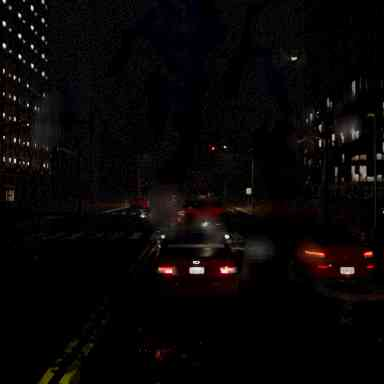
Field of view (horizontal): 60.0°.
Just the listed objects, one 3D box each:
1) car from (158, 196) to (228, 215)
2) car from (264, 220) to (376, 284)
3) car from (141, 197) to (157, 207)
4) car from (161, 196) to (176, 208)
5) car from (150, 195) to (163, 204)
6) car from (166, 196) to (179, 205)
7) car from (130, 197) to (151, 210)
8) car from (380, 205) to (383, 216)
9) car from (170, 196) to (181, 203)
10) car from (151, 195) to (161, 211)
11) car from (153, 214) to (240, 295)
[{"bbox_3d":[0.340,1.364,23.037,4.553,1.767,2.097,0,0,-38],"label":"car"},{"bbox_3d":[3.336,1.522,9.449,1.812,1.442,4.674,0,0,0],"label":"car"},{"bbox_3d":[-6.671,1.468,52.157,1.812,1.442,4.674,0,0,0],"label":"car"},{"bbox_3d":[-3.414,1.453,49.508,1.837,1.490,4.892,0,0,0],"label":"car"},{"bbox_3d":[-6.674,1.424,62.522,1.837,1.490,4.892,0,0,0],"label":"car"},{"bbox_3d":[-3.418,1.418,59.127,2.128,1.511,4.902,0,0,0],"label":"car"},{"bbox_3d":[-6.658,1.440,42.237,1.882,1.535,5.008,0,0,0],"label":"car"},{"bbox_3d":[18.228,1.283,26.699,5.566,2.045,2.150,0,0,2],"label":"car"},{"bbox_3d":[-3.433,1.468,69.161,1.994,1.385,4.181,0,0,-1],"label":"car"},{"bbox_3d":[-3.403,1.317,40.615,2.097,1.767,4.553,0,0,0],"label":"car"},{"bbox_3d":[0.088,1.544,8.864,2.033,1.411,5.357,0,0,0],"label":"car"}]
